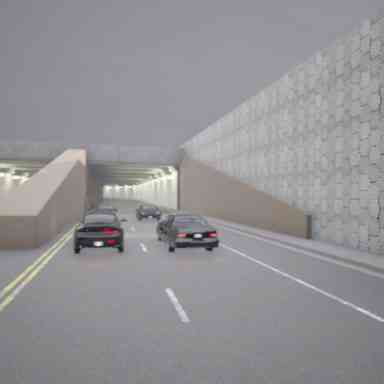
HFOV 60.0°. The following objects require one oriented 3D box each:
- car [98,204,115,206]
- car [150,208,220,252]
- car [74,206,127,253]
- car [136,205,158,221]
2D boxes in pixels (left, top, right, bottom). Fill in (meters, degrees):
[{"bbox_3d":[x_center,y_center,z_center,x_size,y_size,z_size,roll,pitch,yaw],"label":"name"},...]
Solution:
[{"bbox_3d":[-7.296,1.719,28.442,1.895,1.301,4.718,1,0,-13],"label":"car"},{"bbox_3d":[-0.367,1.652,14.559,2.033,1.411,5.357,1,0,-13],"label":"car"},{"bbox_3d":[-3.840,1.563,14.053,1.837,1.490,4.892,1,0,-13],"label":"car"},{"bbox_3d":[-3.893,1.769,29.258,1.895,1.301,4.718,1,0,-13],"label":"car"}]
